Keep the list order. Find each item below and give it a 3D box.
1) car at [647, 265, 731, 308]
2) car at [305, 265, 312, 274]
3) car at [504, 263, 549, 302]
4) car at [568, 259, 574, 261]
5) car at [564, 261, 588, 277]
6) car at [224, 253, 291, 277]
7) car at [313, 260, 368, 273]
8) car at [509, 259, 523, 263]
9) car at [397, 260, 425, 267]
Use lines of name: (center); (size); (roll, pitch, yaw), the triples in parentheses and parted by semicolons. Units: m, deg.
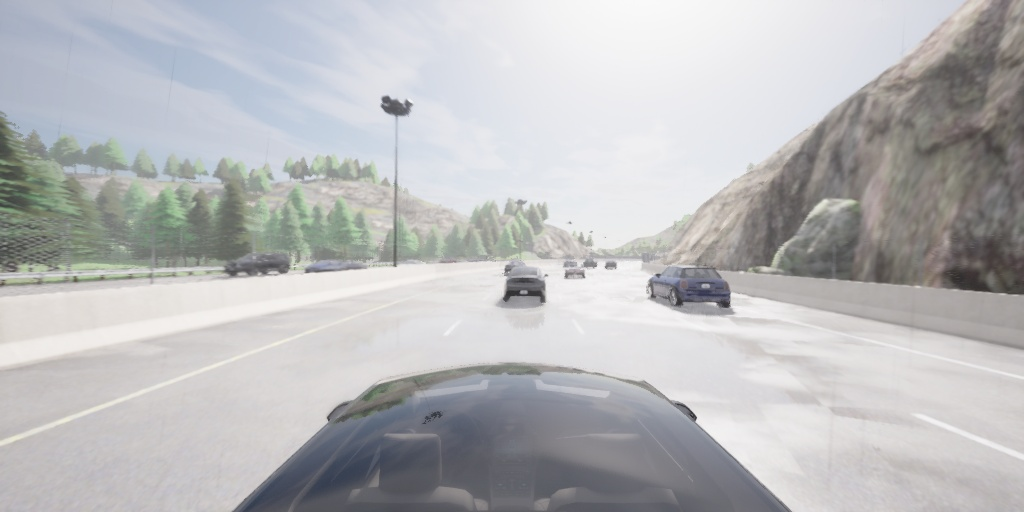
car: (7.617, 1.183, 15.921); (2.097, 1.767, 4.553); (1, 0, 4)
car: (-18.365, 1.076, 35.697); (1.812, 1.442, 4.674); (1, 0, 9)
car: (0.700, 1.261, 17.250); (1.837, 1.490, 4.892); (0, 0, 5)
car: (10.558, 1.351, 64.412); (2.128, 1.511, 4.902); (0, 0, 19)
car: (6.360, 1.417, 35.921); (1.895, 1.301, 4.718); (1, 0, 11)
car: (-22.477, 0.729, 32.028); (2.150, 2.045, 5.566); (1, 0, 8)
car: (-15.300, 1.131, 32.892); (2.033, 1.411, 5.357); (1, 0, 9)
car: (0.506, 1.301, 42.801); (2.033, 1.411, 5.357); (1, 0, 14)
car: (-10.796, 1.157, 38.459); (1.812, 1.442, 4.674); (1, 0, 10)
